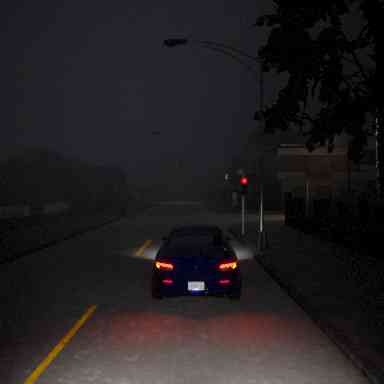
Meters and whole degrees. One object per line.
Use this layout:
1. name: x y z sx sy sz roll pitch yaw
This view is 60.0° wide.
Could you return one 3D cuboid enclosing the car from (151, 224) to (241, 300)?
1. car: 0.101 1.526 8.285 1.812 1.442 4.674 0 0 1
